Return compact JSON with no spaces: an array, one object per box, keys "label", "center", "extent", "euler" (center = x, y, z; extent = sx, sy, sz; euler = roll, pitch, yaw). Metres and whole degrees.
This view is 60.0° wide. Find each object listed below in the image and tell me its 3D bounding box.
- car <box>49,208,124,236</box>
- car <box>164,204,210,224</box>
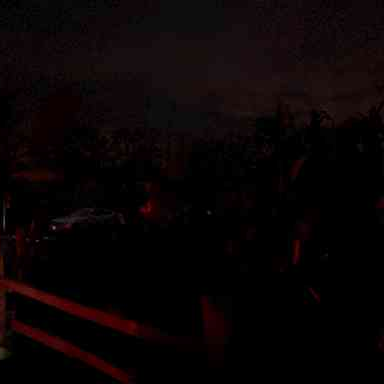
[{"label":"car","center":[-6.160,1.682,20.001],"extent":[1.812,1.442,4.674],"euler":[0,0,35]},{"label":"car","center":[-0.355,1.775,27.985],"extent":[1.837,1.490,4.892],"euler":[0,0,36]}]
